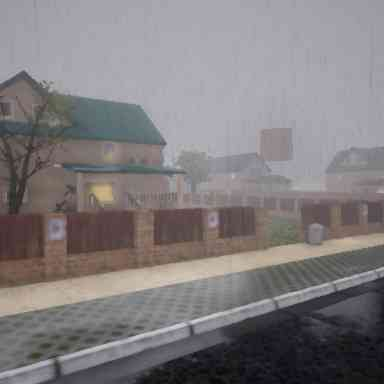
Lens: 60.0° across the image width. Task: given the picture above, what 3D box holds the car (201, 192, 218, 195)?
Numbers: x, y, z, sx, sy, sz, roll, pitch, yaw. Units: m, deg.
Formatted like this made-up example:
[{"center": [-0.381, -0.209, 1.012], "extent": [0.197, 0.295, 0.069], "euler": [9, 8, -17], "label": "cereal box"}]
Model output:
[{"center": [2.252, 0.679, 49.589], "extent": [1.882, 1.535, 5.008], "euler": [-2, 2, -35], "label": "car"}]
